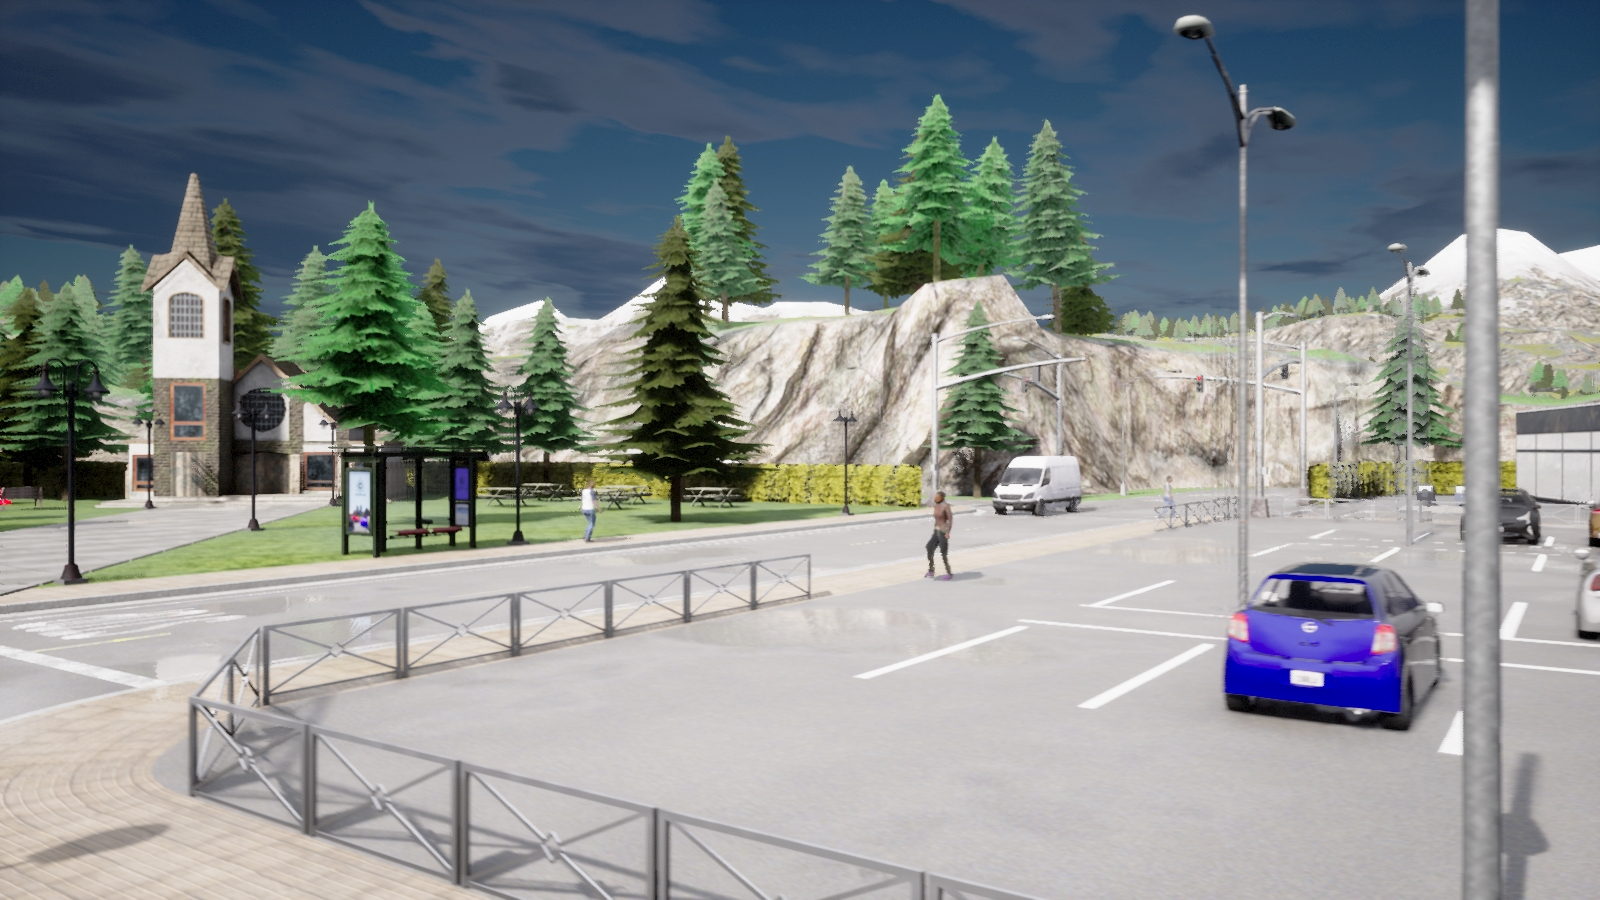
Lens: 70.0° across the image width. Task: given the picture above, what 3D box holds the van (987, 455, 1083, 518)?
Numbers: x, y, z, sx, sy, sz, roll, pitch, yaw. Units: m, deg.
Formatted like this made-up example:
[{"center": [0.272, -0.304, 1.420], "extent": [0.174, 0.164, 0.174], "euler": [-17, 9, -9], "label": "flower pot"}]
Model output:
[{"center": [10.375, 1.526, 49.970], "extent": [1.988, 2.561, 5.915], "euler": [0, 0, 34], "label": "van"}]

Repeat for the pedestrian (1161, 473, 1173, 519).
[{"center": [14.716, 1.841, 45.798], "extent": [0.375, 1.860, 0.375], "euler": [0, 0, 6], "label": "pedestrian"}]

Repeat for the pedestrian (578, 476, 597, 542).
[{"center": [-6.060, 1.687, 32.627], "extent": [0.375, 1.860, 0.375], "euler": [0, 0, 37], "label": "pedestrian"}]

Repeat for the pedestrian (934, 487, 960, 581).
[{"center": [2.971, 1.688, 23.079], "extent": [0.375, 1.860, 0.375], "euler": [0, 0, -32], "label": "pedestrian"}]
